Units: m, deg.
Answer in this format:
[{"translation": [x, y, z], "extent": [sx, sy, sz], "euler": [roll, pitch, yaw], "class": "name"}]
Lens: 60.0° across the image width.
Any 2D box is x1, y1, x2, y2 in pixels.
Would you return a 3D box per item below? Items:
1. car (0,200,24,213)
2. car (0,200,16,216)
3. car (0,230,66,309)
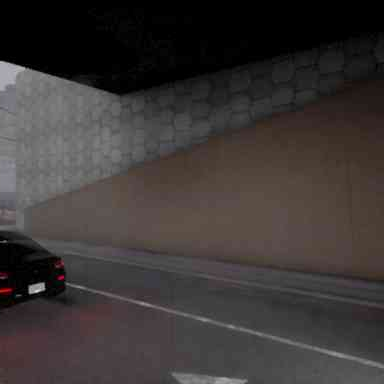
[{"translation": [-19.476, 1.479, 35.038], "extent": [1.853, 1.218, 4.536], "euler": [0, 0, -10], "class": "car"}, {"translation": [-15.725, 1.456, 32.228], "extent": [4.536, 1.218, 1.853], "euler": [0, 0, 0], "class": "car"}, {"translation": [-4.650, 1.566, 7.293], "extent": [4.674, 1.442, 1.812], "euler": [0, 0, 35], "class": "car"}]
